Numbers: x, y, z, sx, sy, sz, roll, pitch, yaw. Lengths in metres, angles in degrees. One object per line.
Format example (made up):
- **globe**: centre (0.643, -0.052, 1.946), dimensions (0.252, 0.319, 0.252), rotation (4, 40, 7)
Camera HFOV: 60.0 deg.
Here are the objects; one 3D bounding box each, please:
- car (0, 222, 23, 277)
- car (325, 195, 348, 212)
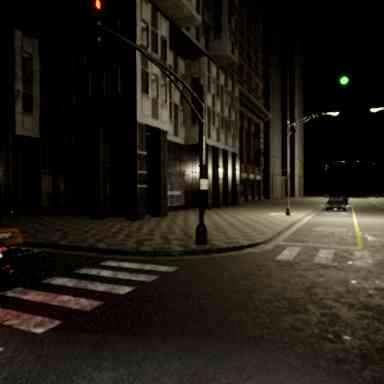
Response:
- **car**: centre (-6.295, 1.481, 7.170), dimensions (4.902, 1.511, 2.128), rotation (-1, 1, 16)
- **car**: centre (14.360, 1.172, 33.113), dimensions (2.033, 1.411, 5.357), rotation (0, 1, 25)
